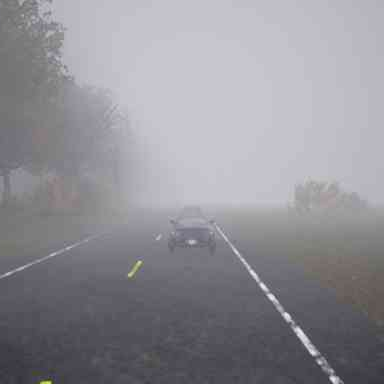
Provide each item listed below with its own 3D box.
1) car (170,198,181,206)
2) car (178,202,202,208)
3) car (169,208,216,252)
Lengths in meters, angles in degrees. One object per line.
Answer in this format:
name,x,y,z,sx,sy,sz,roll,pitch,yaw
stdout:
car,-3.482,1.986,71.005,2.097,1.767,4.553,0,0,0
car,0.014,1.835,29.299,1.994,1.385,4.181,0,0,0
car,0.009,1.661,14.390,1.812,1.442,4.674,0,0,0
